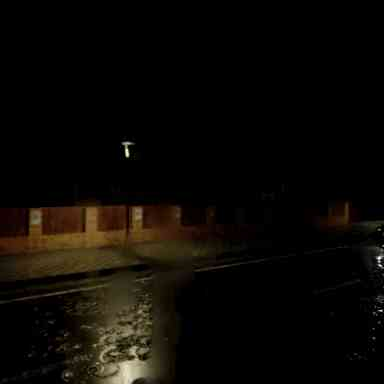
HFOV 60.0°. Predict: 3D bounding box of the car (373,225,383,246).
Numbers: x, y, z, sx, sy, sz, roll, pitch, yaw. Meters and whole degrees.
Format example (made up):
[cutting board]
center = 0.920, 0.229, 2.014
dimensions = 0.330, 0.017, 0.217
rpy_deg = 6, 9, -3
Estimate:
[car]
center = 9.899, 1.683, 14.756
dimensions = 4.181, 1.385, 1.994
rpy_deg = 1, 0, -36
